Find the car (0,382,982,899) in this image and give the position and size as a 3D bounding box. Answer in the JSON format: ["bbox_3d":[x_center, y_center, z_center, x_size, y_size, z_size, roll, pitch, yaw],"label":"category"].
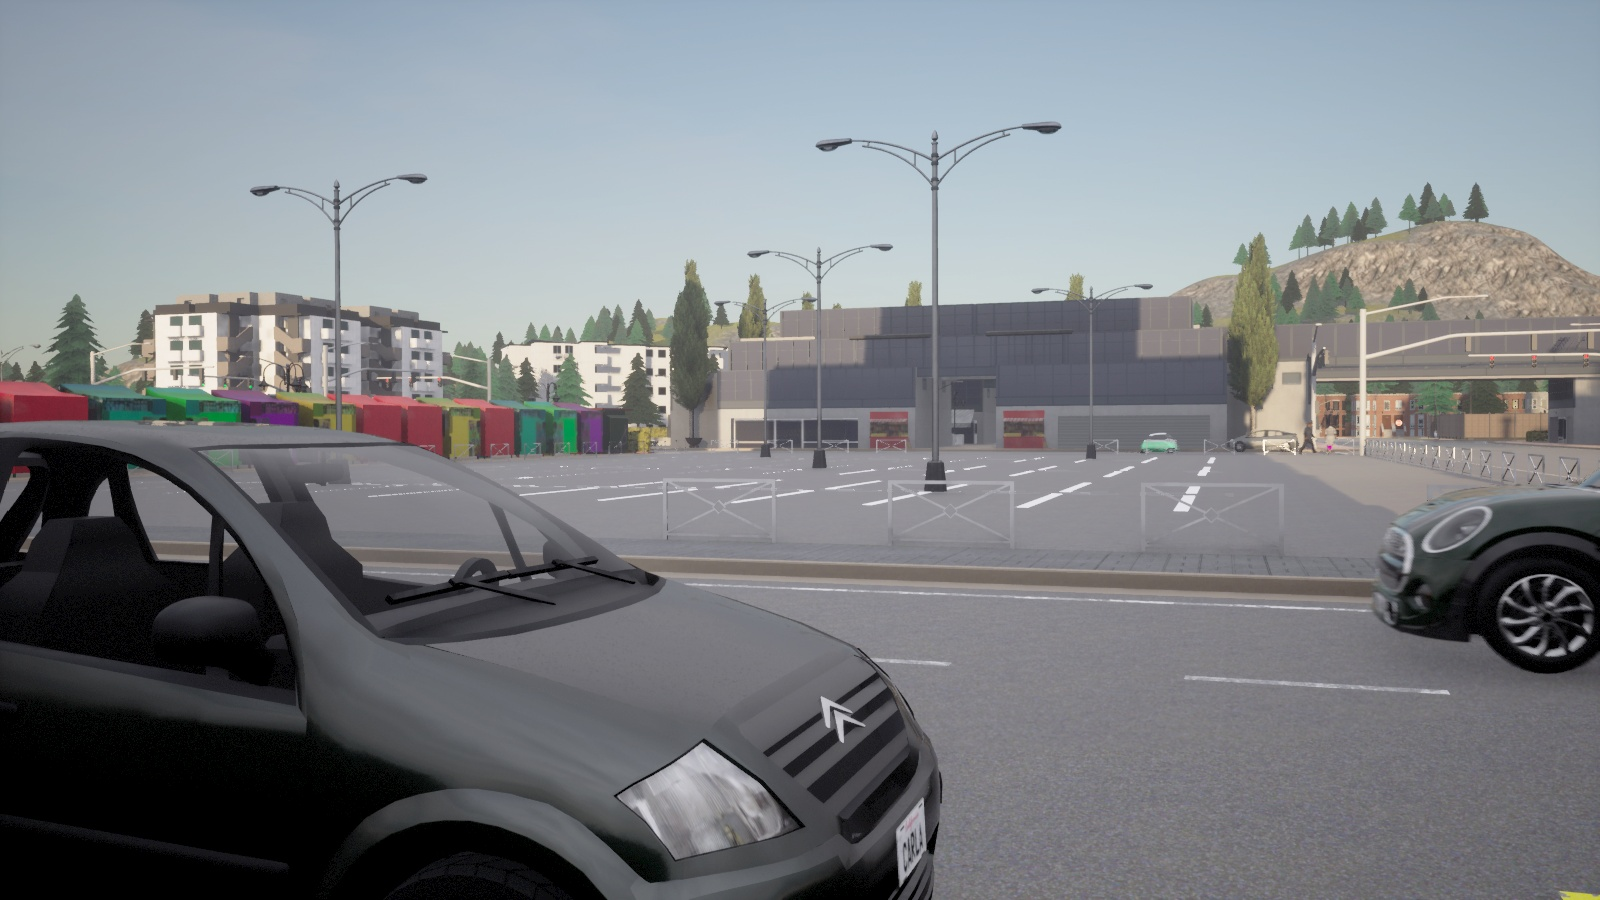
[{"bbox_3d":[-1.613,0.659,3.733,3.988,1.617,1.851,1,1,19],"label":"car"}]

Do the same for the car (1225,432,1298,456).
[{"bbox_3d":[30.688,-0.394,83.567,4.514,1.525,2.007,1,1,19],"label":"car"}]

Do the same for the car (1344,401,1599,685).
[{"bbox_3d":[6.251,0.573,8.476,4.553,1.767,2.097,1,1,18],"label":"car"}]

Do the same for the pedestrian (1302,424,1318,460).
[{"bbox_3d":[28.002,-0.459,69.016,0.788,1.949,0.423,1,1,21],"label":"pedestrian"}]

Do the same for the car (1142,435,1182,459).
[{"bbox_3d":[21.789,-0.192,75.607,2.207,1.376,1.481,0,1,20],"label":"car"}]

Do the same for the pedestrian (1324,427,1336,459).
[{"bbox_3d":[32.655,-0.456,77.362,0.659,1.952,0.873,1,1,22],"label":"pedestrian"}]
